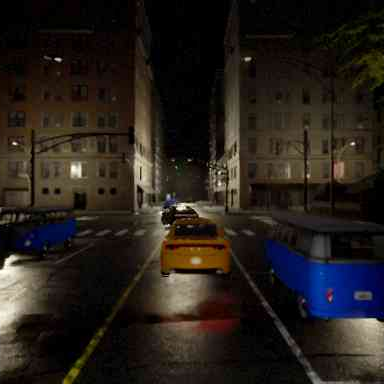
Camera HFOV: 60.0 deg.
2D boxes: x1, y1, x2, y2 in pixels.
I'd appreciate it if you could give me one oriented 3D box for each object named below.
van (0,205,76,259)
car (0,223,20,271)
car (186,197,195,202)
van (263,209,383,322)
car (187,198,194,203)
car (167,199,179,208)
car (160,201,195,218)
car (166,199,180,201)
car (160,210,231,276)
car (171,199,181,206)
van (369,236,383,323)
[{"bbox_3d":[-5.824,1.445,12.728,1.690,1.788,3.998,0,0,0],"label":"van"},{"bbox_3d":[-5.839,1.603,7.066,1.887,1.381,4.507,0,0,0],"label":"car"},{"bbox_3d":[-0.378,1.995,78.523,2.097,1.767,4.553,0,-1,-1],"label":"car"},{"bbox_3d":[2.687,1.400,7.057,1.690,1.788,3.998,0,0,0],"label":"van"},{"bbox_3d":[-0.483,2.321,88.301,1.895,1.301,4.718,0,-1,-1],"label":"car"},{"bbox_3d":[-3.237,1.947,58.192,1.882,1.535,5.008,0,0,0],"label":"car"},{"bbox_3d":[-0.931,1.656,22.809,2.128,1.511,4.902,0,0,-15],"label":"car"},{"bbox_3d":[-3.144,1.864,48.008,1.882,1.535,5.008,0,0,0],"label":"car"},{"bbox_3d":[0.113,1.566,10.652,1.882,1.535,5.008,0,0,0],"label":"car"},{"bbox_3d":[-3.274,2.104,68.780,2.033,1.411,5.357,0,0,-1],"label":"car"},{"bbox_3d":[2.673,1.354,1.399,1.690,1.788,3.998,0,0,0],"label":"van"}]
